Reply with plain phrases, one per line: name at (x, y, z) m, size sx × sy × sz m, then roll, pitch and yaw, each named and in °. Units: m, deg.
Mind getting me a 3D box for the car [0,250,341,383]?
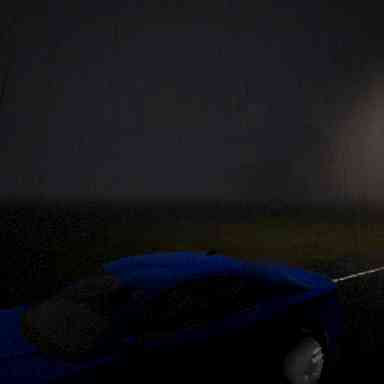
car at (-0.436, 1.477, 3.614) m, size 5.008 × 1.535 × 1.882 m, roll 0°, pitch 0°, yaw -35°
